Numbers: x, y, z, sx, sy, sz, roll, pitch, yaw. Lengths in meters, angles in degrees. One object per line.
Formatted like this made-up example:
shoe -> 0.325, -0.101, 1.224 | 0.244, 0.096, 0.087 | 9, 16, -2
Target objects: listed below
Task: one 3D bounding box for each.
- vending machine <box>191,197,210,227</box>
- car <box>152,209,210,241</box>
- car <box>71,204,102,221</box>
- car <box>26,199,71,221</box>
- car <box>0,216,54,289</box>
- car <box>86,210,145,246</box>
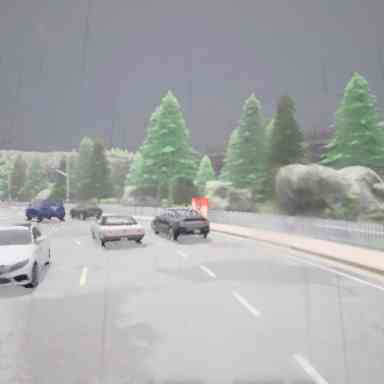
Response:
vending machine -> 0.618, 1.411, 24.126 | 1.100, 2.100, 0.880 | 0, -1, -30
car -> -0.732, 1.662, 17.813 | 2.128, 1.511, 4.902 | 0, -1, -24
car -> -10.235, 1.894, 31.962 | 1.837, 1.490, 4.892 | 0, -1, -39
car -> -13.426, 1.626, 30.417 | 2.150, 2.045, 5.566 | 0, -1, -40
car -> -5.163, 1.661, 9.398 | 1.812, 1.442, 4.674 | 0, -1, -17
car -> -3.840, 1.789, 16.491 | 1.895, 1.301, 4.718 | 0, -1, -24
